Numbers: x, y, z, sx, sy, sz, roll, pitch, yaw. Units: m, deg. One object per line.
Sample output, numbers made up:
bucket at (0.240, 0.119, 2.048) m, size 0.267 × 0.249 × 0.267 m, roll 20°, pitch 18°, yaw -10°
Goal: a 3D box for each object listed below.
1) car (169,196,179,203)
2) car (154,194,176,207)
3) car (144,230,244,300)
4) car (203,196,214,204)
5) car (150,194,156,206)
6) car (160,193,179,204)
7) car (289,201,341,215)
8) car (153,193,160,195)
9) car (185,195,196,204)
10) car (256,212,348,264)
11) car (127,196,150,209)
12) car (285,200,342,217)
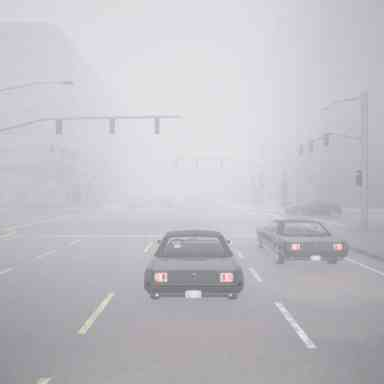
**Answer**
car at (-3.770, 1.552, 70.064) m, size 1.994 × 1.385 × 4.181 m, roll 0°, pitch 0°, yaw 1°
car at (-4.006, 1.492, 50.457) m, size 2.128 × 1.511 × 4.902 m, roll 0°, pitch 0°, yaw 0°
car at (0.044, 1.601, 8.369) m, size 1.895 × 1.301 × 4.718 m, roll 0°, pitch 0°, yaw 0°
car at (3.288, 1.564, 65.604) m, size 1.994 × 1.385 × 4.181 m, roll 0°, pitch 0°, yaw 1°
car at (-7.488, 1.525, 55.954) m, size 1.812 × 1.442 × 4.674 m, roll 0°, pitch 0°, yaw 1°
car at (-3.935, 1.216, 60.145) m, size 2.150 × 2.045 × 5.566 m, roll 0°, pitch 1°, yaw 1°
car at (12.668, 1.656, 34.590) m, size 4.718 × 1.301 × 1.895 m, roll 0°, pitch 0°, yaw 5°
car at (-7.279, 1.221, 69.215) m, size 2.150 × 2.045 × 5.566 m, roll 0°, pitch 0°, yaw 1°
car at (-0.221, 1.352, 64.673) m, size 2.097 × 1.767 × 4.553 m, roll 0°, pitch 0°, yaw 1°
car at (3.551, 1.601, 11.754) m, size 1.895 × 1.301 × 4.718 m, roll 0°, pitch 0°, yaw 0°
car at (-7.550, 1.352, 45.769) m, size 2.097 × 1.767 × 4.553 m, roll 0°, pitch 0°, yaw 1°
car at (11.225, 1.533, 30.873) m, size 5.008 × 1.535 × 1.882 m, roll 0°, pitch 0°, yaw 0°
